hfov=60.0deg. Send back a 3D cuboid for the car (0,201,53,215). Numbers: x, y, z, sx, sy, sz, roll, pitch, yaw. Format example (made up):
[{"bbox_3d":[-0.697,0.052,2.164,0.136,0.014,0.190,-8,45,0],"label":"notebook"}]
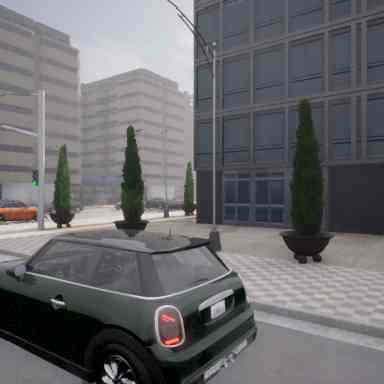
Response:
[{"bbox_3d":[-13.186,1.410,24.687,2.097,1.767,4.553,0,0,35],"label":"car"}]

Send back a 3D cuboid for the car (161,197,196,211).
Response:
[{"bbox_3d":[-1.301,1.656,41.550,1.895,1.301,4.718,0,0,35],"label":"car"}]

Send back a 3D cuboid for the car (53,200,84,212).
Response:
[{"bbox_3d":[-14.052,1.560,35.953,1.837,1.490,4.892,0,0,35],"label":"car"}]

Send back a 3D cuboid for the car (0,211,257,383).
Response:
[{"bbox_3d":[-1.433,1.352,5.015,4.553,1.767,2.097,0,0,35],"label":"car"}]

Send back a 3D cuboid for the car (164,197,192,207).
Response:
[{"bbox_3d":[-2.208,1.560,52.712,1.837,1.490,4.892,0,0,35],"label":"car"}]

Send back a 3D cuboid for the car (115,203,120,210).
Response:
[{"bbox_3d":[-8.157,1.581,44.293,1.812,1.442,4.674,0,0,35],"label":"car"}]

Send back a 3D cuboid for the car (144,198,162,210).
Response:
[{"bbox_3d":[-3.955,1.533,43.848,1.882,1.535,5.008,0,0,35],"label":"car"}]
